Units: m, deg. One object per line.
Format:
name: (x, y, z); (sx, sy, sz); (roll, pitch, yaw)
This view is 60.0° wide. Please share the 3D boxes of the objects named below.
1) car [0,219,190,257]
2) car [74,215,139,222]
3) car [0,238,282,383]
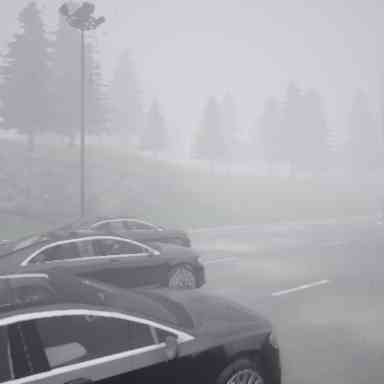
car: (-1.923, 1.496, 6.674); (4.902, 1.511, 2.128); (0, 0, -35)
car: (-2.242, 1.500, 10.743); (4.902, 1.511, 2.128); (0, 0, -35)
car: (-1.282, 1.493, 2.833); (4.902, 1.511, 2.128); (0, 0, -35)
